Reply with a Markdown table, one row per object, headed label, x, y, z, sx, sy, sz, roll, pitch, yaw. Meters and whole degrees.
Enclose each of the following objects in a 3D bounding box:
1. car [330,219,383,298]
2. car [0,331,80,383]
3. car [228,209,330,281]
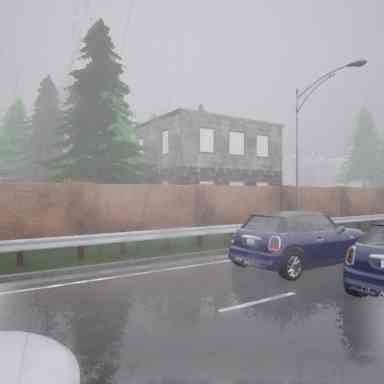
| label | x | y | z | sx | sy | sz | roll | pitch | yaw |
| --- | --- | --- | --- | --- | --- | --- | --- | --- | --- |
| car | 5.370 | 1.351 | 7.208 | 4.553 | 1.767 | 2.097 | 0 | 0 | -33 |
| car | -2.999 | 1.526 | 1.762 | 4.674 | 1.442 | 1.812 | 0 | 0 | -33 |
| car | 3.357 | 1.352 | 10.073 | 4.553 | 1.767 | 2.097 | 0 | 0 | -33 |
